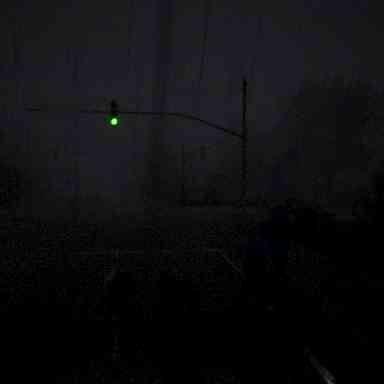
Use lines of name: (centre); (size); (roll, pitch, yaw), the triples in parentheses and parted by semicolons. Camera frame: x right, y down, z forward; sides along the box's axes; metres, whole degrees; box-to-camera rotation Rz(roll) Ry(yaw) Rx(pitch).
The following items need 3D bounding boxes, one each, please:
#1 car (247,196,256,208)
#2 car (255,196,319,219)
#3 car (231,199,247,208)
car: (8.660, 1.161, 33.193); (5.357, 1.411, 2.033); (1, 1, -13)
car: (7.792, 1.211, 25.560); (4.902, 1.511, 2.128); (1, 1, -16)
car: (6.687, 1.121, 36.291); (4.718, 1.301, 1.895); (1, 1, -16)
